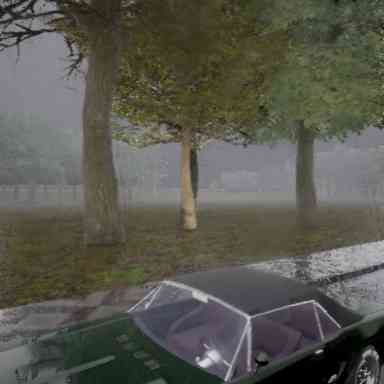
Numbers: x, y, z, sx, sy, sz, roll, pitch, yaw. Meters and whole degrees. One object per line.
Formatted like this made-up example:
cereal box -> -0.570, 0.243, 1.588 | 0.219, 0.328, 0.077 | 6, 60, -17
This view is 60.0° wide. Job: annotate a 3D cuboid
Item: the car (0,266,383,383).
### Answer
car -> 0.189, 1.598, 3.390 | 4.718, 1.301, 1.895 | 0, 0, -36
